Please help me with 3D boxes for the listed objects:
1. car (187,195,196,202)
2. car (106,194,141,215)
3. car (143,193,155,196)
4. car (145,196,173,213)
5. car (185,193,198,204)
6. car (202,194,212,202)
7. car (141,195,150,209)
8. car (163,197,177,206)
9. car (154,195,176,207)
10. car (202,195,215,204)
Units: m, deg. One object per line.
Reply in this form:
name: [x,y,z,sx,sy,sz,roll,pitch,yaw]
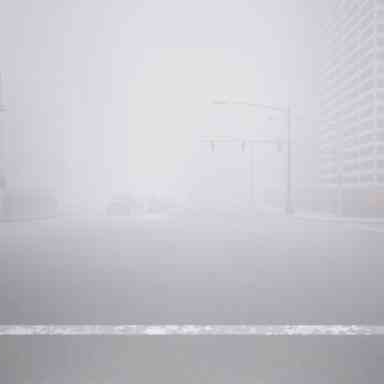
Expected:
car: [-0.128,1.374,74.379,1.994,1.385,4.181,0,0,0]
car: [-7.142,1.218,34.491,2.150,2.045,5.566,0,0,2]
car: [-7.183,1.216,55.267,2.150,2.045,5.566,0,0,0]
car: [-3.665,1.488,37.413,2.128,1.511,4.902,0,0,0]
car: [-0.109,1.215,63.708,2.150,2.045,5.566,0,0,0]
car: [3.375,1.347,74.529,2.097,1.767,4.553,0,0,0]
car: [-7.177,1.543,44.743,2.033,1.411,5.357,0,0,0]
car: [-3.684,1.558,56.442,1.994,1.385,4.181,0,0,0]
car: [-3.676,1.347,46.629,2.097,1.767,4.553,0,0,0]
car: [3.486,1.519,64.626,1.812,1.442,4.674,0,0,0]
